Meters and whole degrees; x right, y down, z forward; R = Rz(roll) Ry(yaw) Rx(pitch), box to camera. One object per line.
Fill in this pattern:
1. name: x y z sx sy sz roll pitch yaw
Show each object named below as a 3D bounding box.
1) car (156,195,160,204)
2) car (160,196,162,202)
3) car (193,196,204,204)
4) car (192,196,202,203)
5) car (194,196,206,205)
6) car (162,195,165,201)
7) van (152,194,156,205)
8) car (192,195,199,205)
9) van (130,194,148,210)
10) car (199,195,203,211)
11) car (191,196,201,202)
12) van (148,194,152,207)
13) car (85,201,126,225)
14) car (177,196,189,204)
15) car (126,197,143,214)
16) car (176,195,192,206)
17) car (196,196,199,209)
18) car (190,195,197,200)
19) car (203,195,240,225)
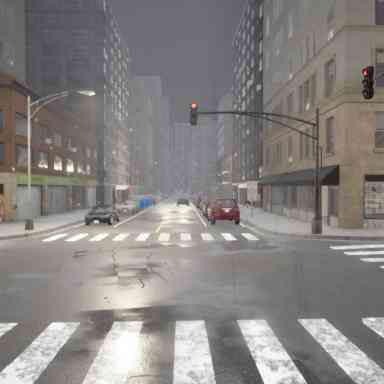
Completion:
1. car: -7.230 1.311 57.361 2.192 1.841 5.009 -1 0 -2
2. car: -7.382 1.433 62.945 1.967 1.590 4.097 -1 0 -2
3. car: 1.151 1.559 63.179 1.947 1.339 4.313 -1 0 -2
4. car: 0.999 1.556 68.763 1.947 1.339 4.313 -1 0 -2
5. car: 1.298 1.521 57.766 1.752 1.417 4.829 -1 0 -2
6. car: -7.689 1.427 74.111 1.967 1.590 4.097 -1 0 -2
7. van: -7.076 1.340 51.777 1.690 1.788 3.998 -1 0 -2
8. car: 1.605 1.316 46.428 2.192 1.841 5.009 -1 0 -2
9. van: -6.768 1.343 40.609 1.690 1.788 3.998 -1 0 -2
10. car: 2.063 1.318 29.677 2.192 1.841 5.009 -1 0 -2
11. car: 0.846 1.538 74.347 2.008 1.369 4.403 -1 0 -2
12. van: -6.922 1.342 46.194 1.690 1.788 3.998 -1 0 -2
13. car: -6.305 1.569 23.859 1.947 1.339 4.313 -1 0 -2
14. car: -1.727 1.540 63.856 2.033 1.411 5.357 0 0 -2
15. car: -6.608 1.528 34.856 1.752 1.417 4.829 -1 0 -2
16. car: -1.440 1.503 53.438 1.837 1.490 4.892 0 0 -2
17. car: 1.756 1.527 41.014 1.752 1.417 4.829 -1 0 -2
18. car: 0.389 1.524 91.098 2.008 1.369 4.403 -1 0 -2
19. car: 2.215 1.318 24.092 2.192 1.841 5.009 -1 0 -2
